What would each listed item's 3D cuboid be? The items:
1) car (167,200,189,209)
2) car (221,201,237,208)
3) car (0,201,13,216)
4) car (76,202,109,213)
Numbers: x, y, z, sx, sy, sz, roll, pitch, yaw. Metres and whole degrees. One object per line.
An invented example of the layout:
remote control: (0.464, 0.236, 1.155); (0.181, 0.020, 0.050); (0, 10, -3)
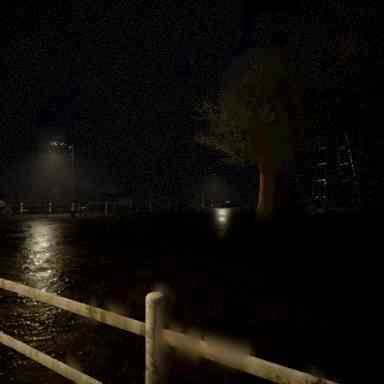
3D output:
car: (-2.584, 2.281, 61.329); (2.097, 1.767, 4.553); (-2, -2, 36)
car: (7.718, 2.626, 69.445); (1.994, 1.385, 4.181); (-2, -2, 36)
car: (-21.555, 1.730, 34.985); (2.097, 1.767, 4.553); (-2, -2, 36)
car: (-13.676, 2.093, 45.963); (2.128, 1.511, 4.902); (-2, -2, 35)
